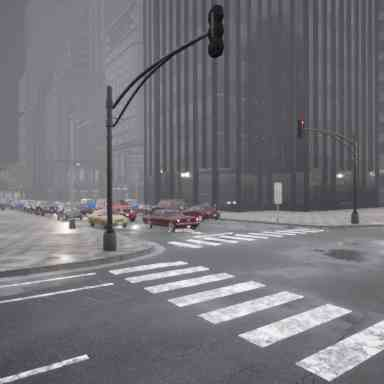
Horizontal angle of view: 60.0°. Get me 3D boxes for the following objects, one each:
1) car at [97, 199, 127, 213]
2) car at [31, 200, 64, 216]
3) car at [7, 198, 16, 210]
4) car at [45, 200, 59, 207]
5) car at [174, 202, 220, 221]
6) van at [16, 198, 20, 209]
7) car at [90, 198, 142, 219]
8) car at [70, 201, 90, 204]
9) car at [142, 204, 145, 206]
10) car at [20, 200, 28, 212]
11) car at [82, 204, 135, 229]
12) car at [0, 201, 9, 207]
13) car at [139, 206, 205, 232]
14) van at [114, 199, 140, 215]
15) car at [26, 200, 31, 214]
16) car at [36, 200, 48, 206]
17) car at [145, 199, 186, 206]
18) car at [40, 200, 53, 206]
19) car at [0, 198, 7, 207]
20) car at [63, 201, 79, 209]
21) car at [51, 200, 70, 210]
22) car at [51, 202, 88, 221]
[{"bbox_3d":[-11.135,1.878,46.081,2.192,1.841,5.009,-1,0,-35],"label":"car"},{"bbox_3d":[-17.648,1.902,40.484,2.192,1.841,5.009,-1,0,-35],"label":"car"},{"bbox_3d":[-31.888,2.355,60.549,1.967,1.590,4.097,-1,0,-35],"label":"car"},{"bbox_3d":[-31.666,2.598,74.968,1.947,1.339,4.313,-1,0,-35],"label":"car"},{"bbox_3d":[0.630,1.832,29.474,1.887,1.381,4.507,-1,0,-35],"label":"car"},{"bbox_3d":[-26.131,2.124,52.436,1.690,1.788,3.998,-1,0,-35],"label":"van"},{"bbox_3d":[-7.027,1.601,30.149,2.150,2.045,5.566,0,-1,-35],"label":"car"},{"bbox_3d":[-12.951,2.065,38.501,2.033,1.411,5.357,0,-1,-35],"label":"car"},{"bbox_3d":[-5.249,2.007,37.778,1.802,1.307,4.206,-1,0,-35],"label":"car"},{"bbox_3d":[-23.301,2.158,48.451,1.967,1.590,4.097,-1,0,-35],"label":"car"},{"bbox_3d":[-6.232,1.845,24.409,1.752,1.417,4.829,-1,0,-35],"label":"car"},{"bbox_3d":[-44.336,2.772,78.090,1.802,1.307,4.206,-1,0,-35],"label":"car"},{"bbox_3d":[-1.475,1.849,22.325,1.895,1.301,4.718,0,-1,-35],"label":"car"},{"bbox_3d":[-8.195,1.835,41.930,1.690,1.788,3.998,-1,0,-35],"label":"van"},{"bbox_3d":[-20.471,2.197,44.468,1.887,1.381,4.507,-1,0,-35],"label":"car"},{"bbox_3d":[-37.689,2.713,83.453,2.008,1.369,4.403,-1,0,-35],"label":"car"},{"bbox_3d":[-2.315,1.671,33.626,2.192,1.841,5.009,-1,0,-35],"label":"car"},{"bbox_3d":[-34.678,2.663,79.211,1.947,1.339,4.313,-1,0,-35],"label":"car"},{"bbox_3d":[-41.225,2.668,73.705,1.887,1.381,4.507,-1,0,-35],"label":"car"},{"bbox_3d":[-22.632,2.410,62.242,1.802,1.307,4.206,-1,0,-35],"label":"car"},{"bbox_3d":[-22.993,2.273,57.993,1.882,1.535,5.008,0,-1,-35],"label":"car"},{"bbox_3d":[-11.986,2.006,32.515,2.008,1.369,4.403,-1,0,-35],"label":"car"}]
